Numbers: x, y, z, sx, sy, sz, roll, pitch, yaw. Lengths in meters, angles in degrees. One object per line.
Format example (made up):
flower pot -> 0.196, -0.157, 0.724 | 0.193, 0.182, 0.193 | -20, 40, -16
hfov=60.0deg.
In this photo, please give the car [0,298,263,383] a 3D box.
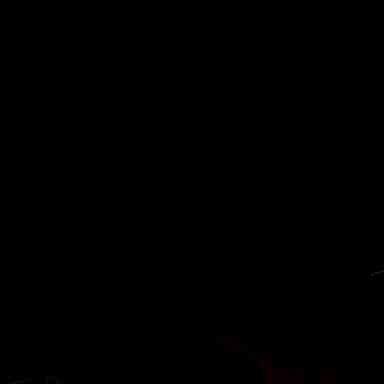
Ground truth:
car -> -1.820, 1.607, 2.101 | 4.718, 1.301, 1.895 | 0, 0, -36
